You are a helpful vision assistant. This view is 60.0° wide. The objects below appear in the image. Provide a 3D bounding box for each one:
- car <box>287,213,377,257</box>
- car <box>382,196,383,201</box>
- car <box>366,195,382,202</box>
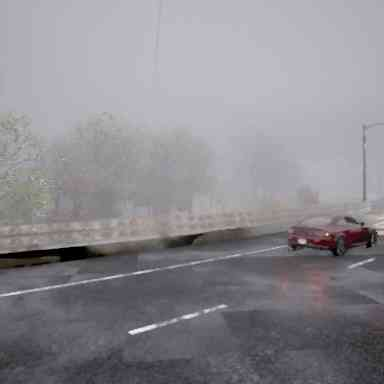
[{"bbox_3d":[5.548,1.541,13.050,4.674,1.442,1.812,0,0,-41],"label":"car"},{"bbox_3d":[41.770,1.253,70.693,2.097,1.767,4.553,0,0,9],"label":"car"},{"bbox_3d":[38.339,1.435,71.386,1.812,1.442,4.674,0,0,9],"label":"car"}]
